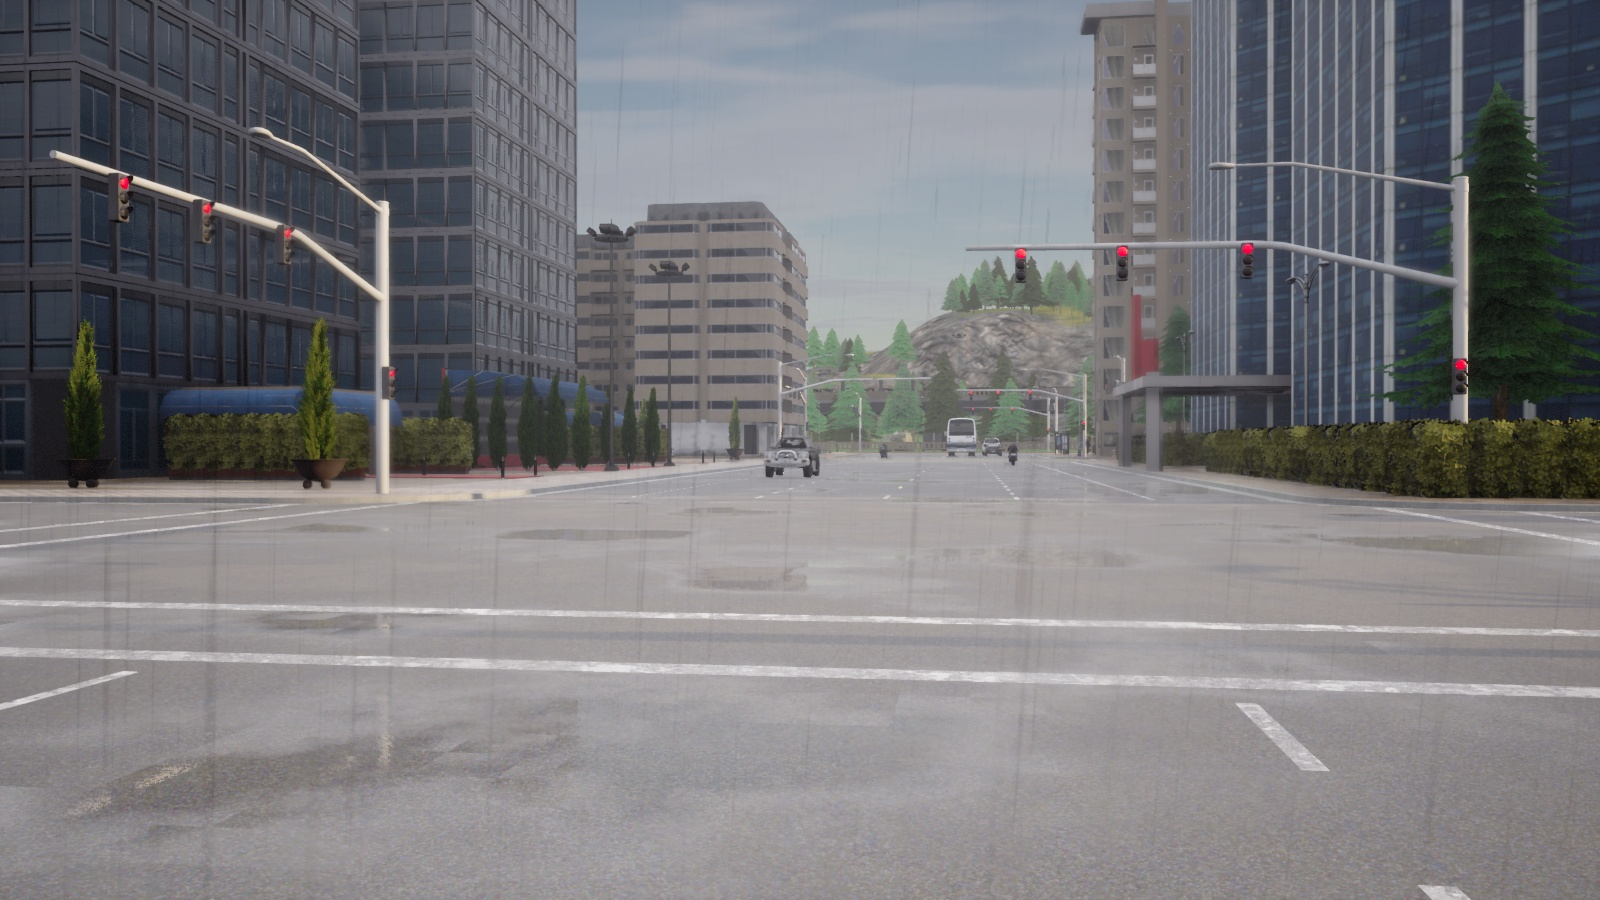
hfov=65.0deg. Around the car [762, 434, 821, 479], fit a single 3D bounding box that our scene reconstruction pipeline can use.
[{"bbox_3d":[-0.311,0.256,54.298,1.932,1.855,4.605,0,0,7],"label":"car"}]
